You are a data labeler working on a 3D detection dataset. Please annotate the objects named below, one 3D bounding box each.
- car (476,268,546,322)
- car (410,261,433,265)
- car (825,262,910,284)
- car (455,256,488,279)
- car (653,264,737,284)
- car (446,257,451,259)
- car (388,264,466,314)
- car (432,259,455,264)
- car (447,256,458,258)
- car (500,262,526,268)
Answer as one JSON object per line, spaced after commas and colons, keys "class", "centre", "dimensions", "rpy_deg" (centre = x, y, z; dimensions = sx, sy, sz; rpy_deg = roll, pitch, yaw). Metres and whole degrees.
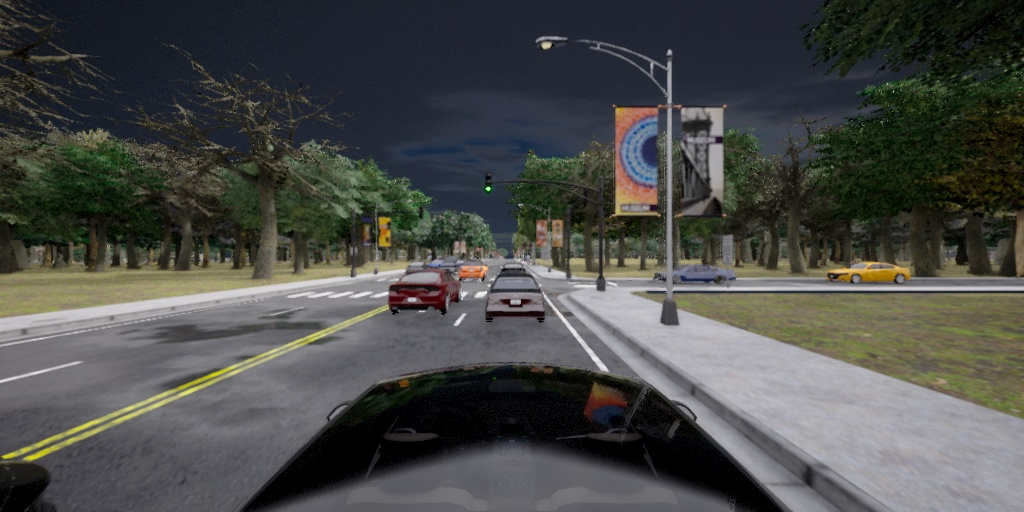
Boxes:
{"class": "car", "centre": [0.096, 1.298, 12.280], "dimensions": [2.033, 1.411, 5.357], "rpy_deg": [0, 0, 0]}
{"class": "car", "centre": [-9.848, 1.288, 37.739], "dimensions": [1.812, 1.442, 4.674], "rpy_deg": [0, 0, 0]}
{"class": "car", "centre": [25.499, 1.194, 25.798], "dimensions": [5.008, 1.535, 1.882], "rpy_deg": [0, 0, 0]}
{"class": "car", "centre": [-3.155, 1.110, 30.043], "dimensions": [2.097, 1.767, 4.553], "rpy_deg": [0, 0, 0]}
{"class": "car", "centre": [13.083, 1.279, 25.810], "dimensions": [5.357, 1.411, 2.033], "rpy_deg": [0, 0, 0]}
{"class": "car", "centre": [-9.844, 1.247, 47.749], "dimensions": [1.882, 1.535, 5.008], "rpy_deg": [0, 0, 0]}
{"class": "car", "centre": [-3.155, 1.229, 13.799], "dimensions": [1.882, 1.535, 5.008], "rpy_deg": [0, 0, 0]}
{"class": "car", "centre": [-6.600, 1.326, 37.409], "dimensions": [1.994, 1.385, 4.181], "rpy_deg": [0, 0, 1]}
{"class": "car", "centre": [-9.778, 0.997, 58.832], "dimensions": [2.150, 2.045, 5.566], "rpy_deg": [0, 0, 0]}
{"class": "car", "centre": [0.095, 1.233, 28.439], "dimensions": [1.882, 1.535, 5.008], "rpy_deg": [0, 0, 0]}
